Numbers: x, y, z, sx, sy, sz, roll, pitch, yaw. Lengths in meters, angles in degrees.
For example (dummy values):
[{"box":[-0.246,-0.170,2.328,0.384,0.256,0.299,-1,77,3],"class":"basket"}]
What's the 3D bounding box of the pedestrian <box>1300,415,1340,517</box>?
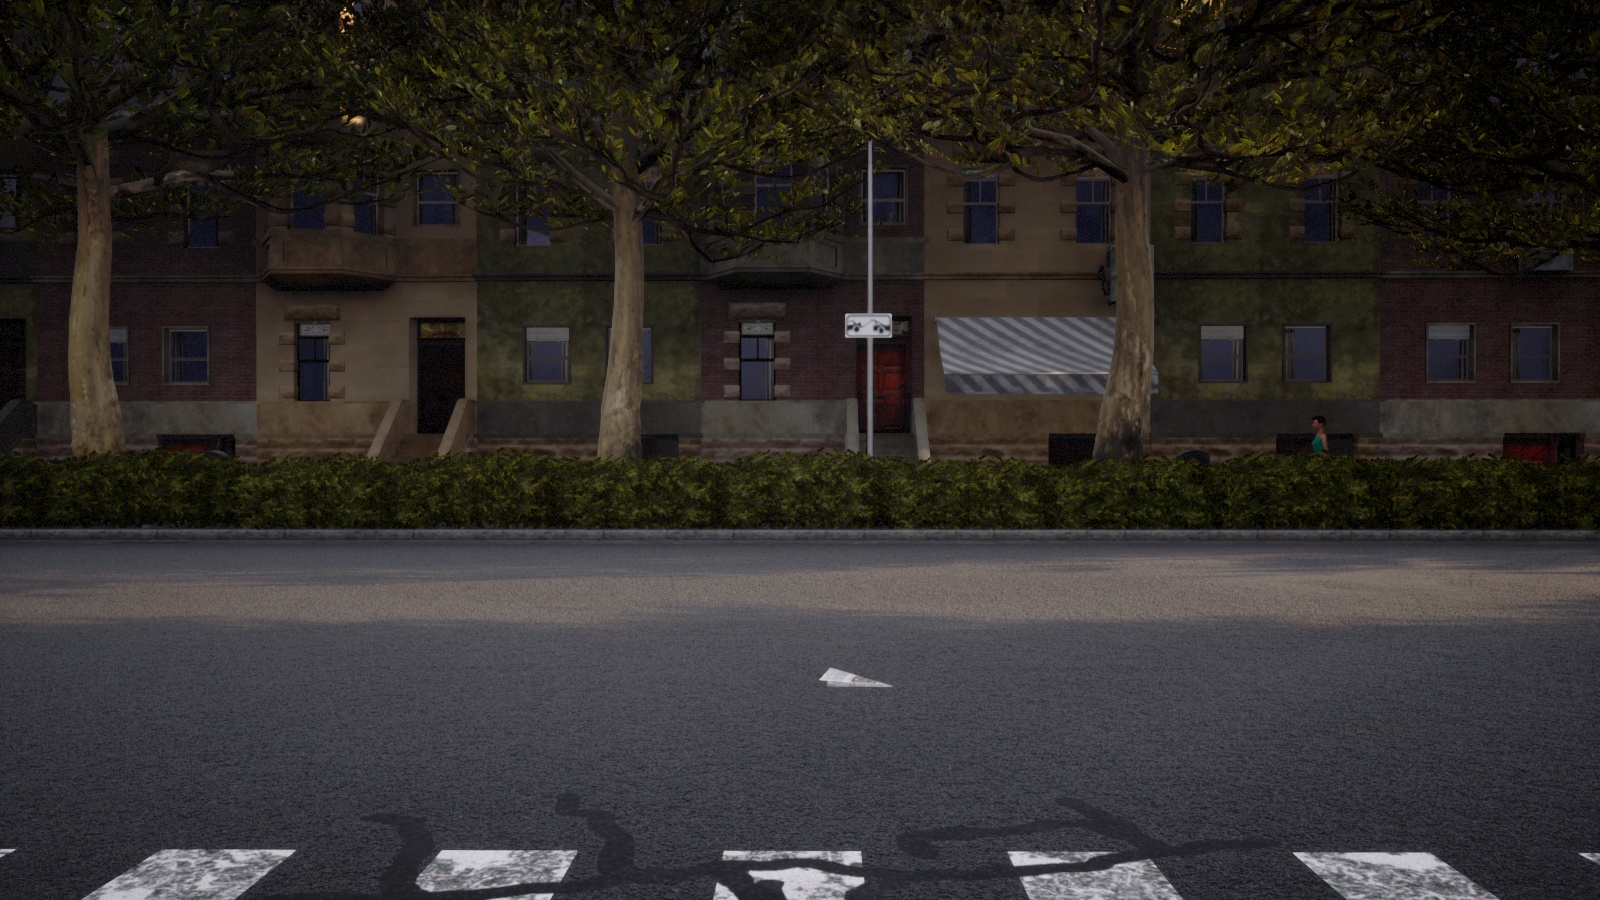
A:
[{"box":[9.415,0.282,22.750,0.594,1.836,0.345,0,0,7],"class":"pedestrian"}]
